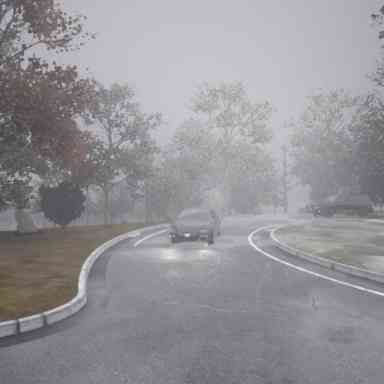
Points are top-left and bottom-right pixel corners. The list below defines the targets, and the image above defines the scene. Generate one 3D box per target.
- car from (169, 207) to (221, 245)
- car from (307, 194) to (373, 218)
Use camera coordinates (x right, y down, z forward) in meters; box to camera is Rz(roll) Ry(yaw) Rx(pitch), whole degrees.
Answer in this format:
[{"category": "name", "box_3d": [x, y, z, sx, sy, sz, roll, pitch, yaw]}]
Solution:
[{"category": "car", "box_3d": [0.250, 1.504, 15.769, 1.837, 1.490, 4.892, -2, 0, 11]}, {"category": "car", "box_3d": [13.175, 1.217, 29.589, 5.566, 2.045, 2.150, 0, -1, -9]}]
